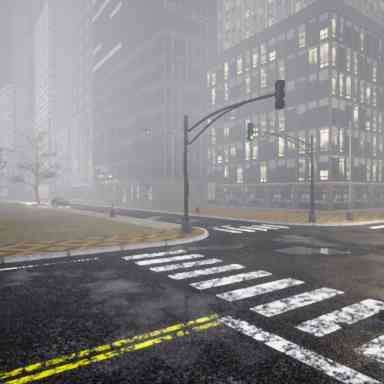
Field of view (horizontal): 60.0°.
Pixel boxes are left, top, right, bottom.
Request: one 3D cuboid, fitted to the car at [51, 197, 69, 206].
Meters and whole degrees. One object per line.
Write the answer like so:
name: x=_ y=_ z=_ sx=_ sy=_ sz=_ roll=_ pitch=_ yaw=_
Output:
car: x=-21.611 y=1.553 z=54.287 sx=2.033 sy=1.411 sz=5.357 roll=0 pitch=0 yaw=-35
